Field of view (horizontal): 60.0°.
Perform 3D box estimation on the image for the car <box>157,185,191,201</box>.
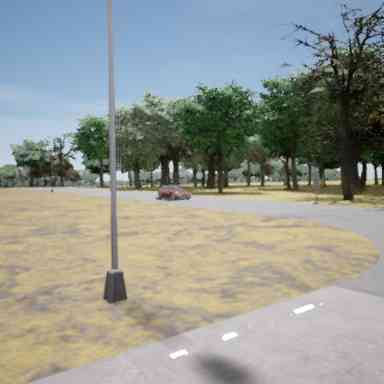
[{"bbox_3d":[-2.060,0.048,37.302,2.097,1.767,4.553,-2,3,-36],"label":"car"}]
